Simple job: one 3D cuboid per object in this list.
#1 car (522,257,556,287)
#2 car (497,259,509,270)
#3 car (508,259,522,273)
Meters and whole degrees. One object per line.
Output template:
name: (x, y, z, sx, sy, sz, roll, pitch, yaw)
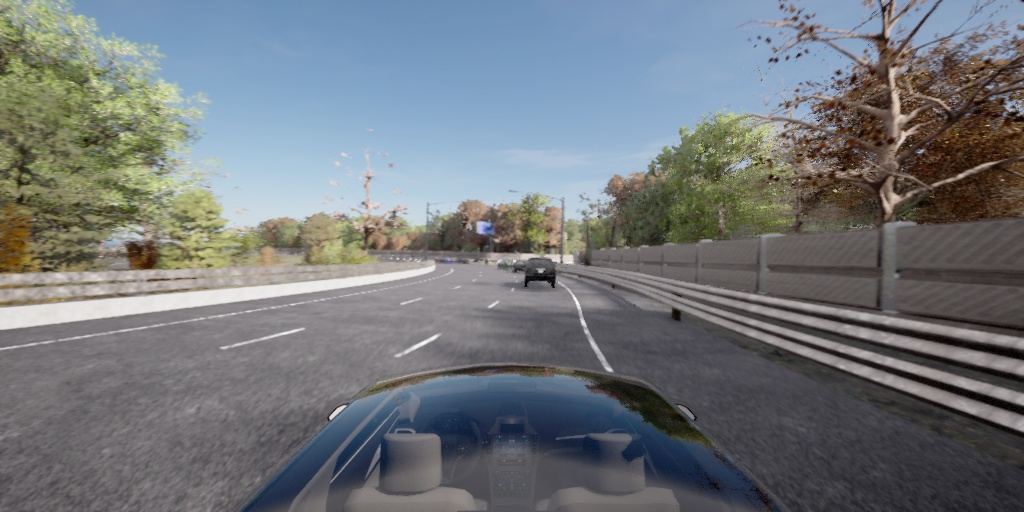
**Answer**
car: (1.985, 1.122, 26.289, 2.150, 2.045, 5.566, 2, 0, 2)
car: (-1.010, 1.265, 57.528, 2.097, 1.767, 4.553, 2, 0, -14)
car: (1.034, 1.453, 46.770, 1.882, 1.535, 5.008, 2, -1, -8)
